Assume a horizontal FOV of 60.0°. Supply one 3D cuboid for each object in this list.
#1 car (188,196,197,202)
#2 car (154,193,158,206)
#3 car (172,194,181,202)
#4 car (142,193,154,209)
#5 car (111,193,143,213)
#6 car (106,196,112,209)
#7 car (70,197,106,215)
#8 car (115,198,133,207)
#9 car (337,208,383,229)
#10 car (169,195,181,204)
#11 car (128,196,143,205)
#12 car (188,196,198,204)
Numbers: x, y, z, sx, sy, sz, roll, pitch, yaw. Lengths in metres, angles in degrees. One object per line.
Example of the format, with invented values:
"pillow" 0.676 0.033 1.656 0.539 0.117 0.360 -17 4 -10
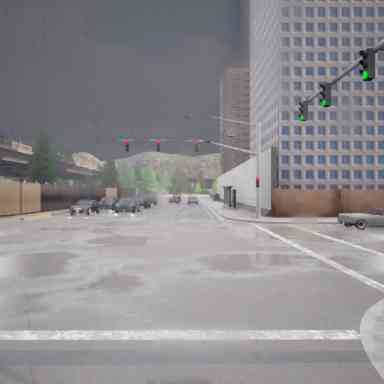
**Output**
"car" 0.041 1.595 74.858 1.895 1.301 4.718 0 0 0
"car" -7.034 1.221 56.963 2.150 2.045 5.566 0 0 0
"car" -3.461 1.305 74.481 1.882 1.535 5.008 0 0 0
"car" -7.059 1.221 46.233 2.150 2.045 5.566 0 0 0
"car" -7.068 1.352 36.797 2.097 1.767 4.553 0 0 0
"car" -10.569 1.352 42.148 2.097 1.767 4.553 0 0 0
"car" -10.585 1.492 33.251 2.128 1.511 4.902 0 0 1
"car" -10.560 1.601 51.942 1.895 1.301 4.718 0 0 0
"car" 11.865 1.656 21.187 4.718 1.301 1.895 0 0 0
"car" -3.466 1.601 64.288 1.895 1.301 4.718 0 0 0
"car" -10.526 1.478 62.161 1.882 1.535 5.008 0 0 0
"car" 0.135 1.601 61.881 1.895 1.301 4.718 0 0 -1
